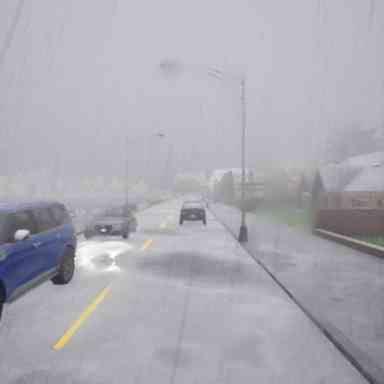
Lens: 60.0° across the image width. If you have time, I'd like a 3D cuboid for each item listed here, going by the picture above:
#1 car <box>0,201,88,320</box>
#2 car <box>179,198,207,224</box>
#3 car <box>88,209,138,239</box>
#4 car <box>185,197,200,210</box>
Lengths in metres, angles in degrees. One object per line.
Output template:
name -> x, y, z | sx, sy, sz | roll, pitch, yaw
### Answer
car -> -4.101, 1.228, 6.666 | 2.150, 2.045, 5.566 | 0, 0, 0
car -> 0.071, 1.491, 25.061 | 1.882, 1.535, 5.008 | 0, 0, 0
car -> -4.072, 1.575, 17.296 | 1.994, 1.385, 4.181 | 0, 0, 0
car -> 0.078, 1.502, 44.390 | 1.882, 1.535, 5.008 | 0, 0, 0
